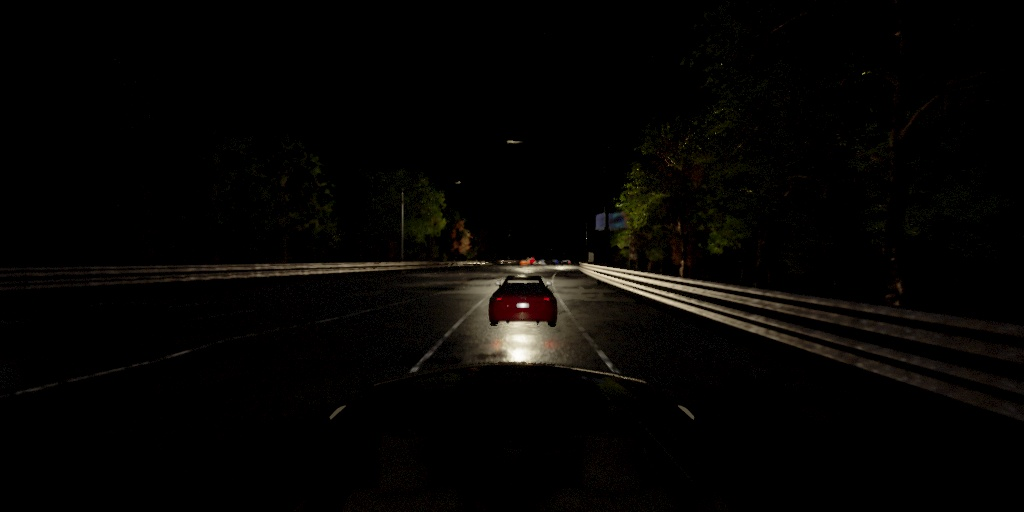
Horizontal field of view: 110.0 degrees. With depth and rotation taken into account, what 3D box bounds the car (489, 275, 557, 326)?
[{"bbox_3d":[0.375,1.309,11.713,1.994,1.385,4.181,0,0,2],"label":"car"}]
